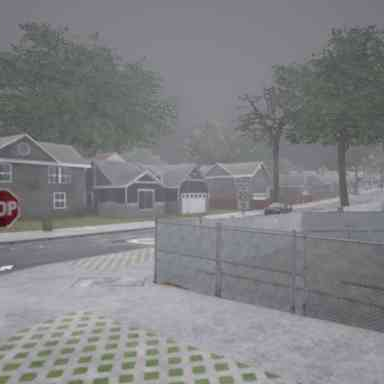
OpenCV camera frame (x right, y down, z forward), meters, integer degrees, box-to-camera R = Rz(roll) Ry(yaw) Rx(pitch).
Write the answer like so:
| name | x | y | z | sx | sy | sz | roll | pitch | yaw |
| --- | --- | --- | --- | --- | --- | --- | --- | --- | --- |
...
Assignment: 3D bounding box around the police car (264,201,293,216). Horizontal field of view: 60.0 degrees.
| name | x | y | z | sx | sy | sz | roll | pitch | yaw |
| --- | --- | --- | --- | --- | --- | --- | --- | --- | --- |
| police car | 9.712 | 1.864 | 37.544 | 1.930 | 1.638 | 5.238 | -1 | 0 | 36 |
